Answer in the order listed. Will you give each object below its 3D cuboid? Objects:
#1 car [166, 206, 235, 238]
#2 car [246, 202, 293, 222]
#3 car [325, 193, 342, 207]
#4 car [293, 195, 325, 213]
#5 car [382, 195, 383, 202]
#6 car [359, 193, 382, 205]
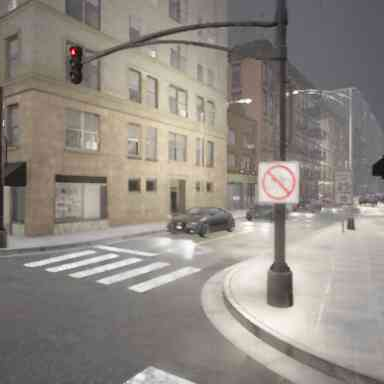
[{"bbox_3d":[0.526,1.440,17.082,1.994,1.385,4.181,0,1,35],"label":"car"},{"bbox_3d":[5.577,1.345,24.357,1.994,1.385,4.181,0,1,35],"label":"car"},{"bbox_3d":[17.107,0.912,40.882,2.097,1.767,4.553,0,1,35],"label":"car"},{"bbox_3d":[11.227,1.236,32.479,1.994,1.385,4.181,0,1,35],"label":"car"},{"bbox_3d":[29.945,0.906,53.846,1.812,1.442,4.674,0,1,34],"label":"car"},{"bbox_3d":[23.993,1.041,45.275,2.033,1.411,5.357,0,1,35],"label":"car"}]
